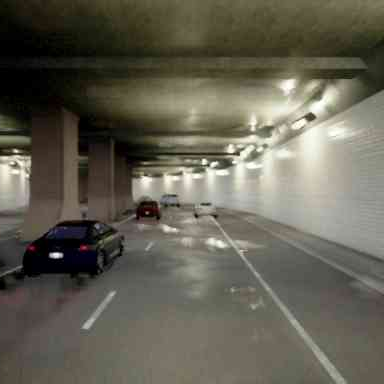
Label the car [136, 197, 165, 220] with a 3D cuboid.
[{"bbox_3d":[-3.582,1.457,28.219,1.882,1.535,5.008,0,0,-3],"label":"car"}]

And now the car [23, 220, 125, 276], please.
[{"bbox_3d":[-3.398,1.556,10.327,1.994,1.385,4.181,0,0,0],"label":"car"}]

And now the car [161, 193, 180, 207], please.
[{"bbox_3d":[-3.385,1.184,50.037,2.150,2.045,5.566,0,0,-17],"label":"car"}]

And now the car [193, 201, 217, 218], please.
[{"bbox_3d":[1.127,1.504,29.249,1.812,1.442,4.674,0,0,-3],"label":"car"}]
